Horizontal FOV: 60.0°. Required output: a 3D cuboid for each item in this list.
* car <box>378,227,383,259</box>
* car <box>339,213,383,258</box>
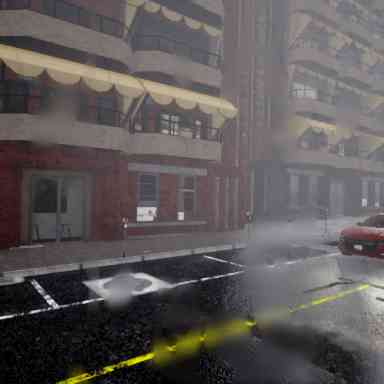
[{"bbox_3d":[6.490,1.531,7.784,4.674,1.442,1.812,0,0,-35],"label":"car"},{"bbox_3d":[7.293,1.486,11.984,5.008,1.535,1.882,0,0,-36],"label":"car"}]
